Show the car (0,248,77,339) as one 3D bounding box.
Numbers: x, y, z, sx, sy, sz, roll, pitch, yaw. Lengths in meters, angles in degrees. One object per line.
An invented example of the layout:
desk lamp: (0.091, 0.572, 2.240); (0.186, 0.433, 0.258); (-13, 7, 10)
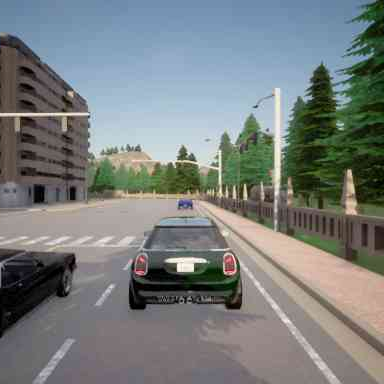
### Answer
car: (-3.545, 1.601, 5.618); (1.895, 1.301, 4.718); (0, 0, -1)

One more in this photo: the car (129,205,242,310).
car: (-0.130, 1.352, 7.990); (2.097, 1.767, 4.553); (0, 0, 0)

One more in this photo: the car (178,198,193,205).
car: (-0.875, 1.475, 44.178); (1.882, 1.535, 5.008); (0, 0, -1)
